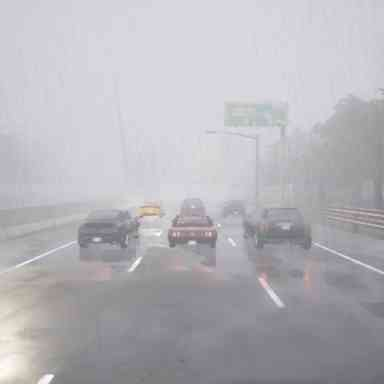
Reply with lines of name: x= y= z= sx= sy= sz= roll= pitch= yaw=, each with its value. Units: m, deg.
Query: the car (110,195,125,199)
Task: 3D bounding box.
car: x=-16.888 y=1.328 z=77.357 sx=1.895 sy=1.301 sz=4.718 roll=0 pitch=0 yaw=1

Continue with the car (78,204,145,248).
car: x=-3.477 y=1.494 z=14.618 sx=1.837 sy=1.490 sz=4.892 roll=0 pitch=0 yaw=0

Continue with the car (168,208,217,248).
car: x=0.024 y=1.594 z=14.638 sx=1.895 sy=1.301 sz=4.718 roll=0 pitch=0 yaw=0

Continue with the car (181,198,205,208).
car: x=0.091 y=1.299 z=29.549 sx=2.097 sy=1.767 sz=4.553 roll=0 pitch=0 yaw=0

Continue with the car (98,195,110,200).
car: x=-20.388 y=1.328 z=77.414 sx=1.895 sy=1.301 sz=4.718 roll=0 pitch=0 yaw=1

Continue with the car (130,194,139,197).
car: x=-13.388 y=1.259 z=77.329 sx=2.128 sy=1.511 sz=4.902 roll=0 pitch=0 yaw=1

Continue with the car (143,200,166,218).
car: x=-3.408 y=1.417 z=29.601 sx=1.882 sy=1.535 sz=5.008 roll=0 pitch=0 yaw=0

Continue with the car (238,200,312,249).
car: x=3.523 y=1.344 z=14.566 sx=2.097 sy=1.767 sz=4.553 roll=0 pitch=0 yaw=0

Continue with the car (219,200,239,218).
car: x=3.591 y=1.449 z=29.558 sx=1.837 sy=1.490 sz=4.892 roll=0 pitch=0 yaw=0
